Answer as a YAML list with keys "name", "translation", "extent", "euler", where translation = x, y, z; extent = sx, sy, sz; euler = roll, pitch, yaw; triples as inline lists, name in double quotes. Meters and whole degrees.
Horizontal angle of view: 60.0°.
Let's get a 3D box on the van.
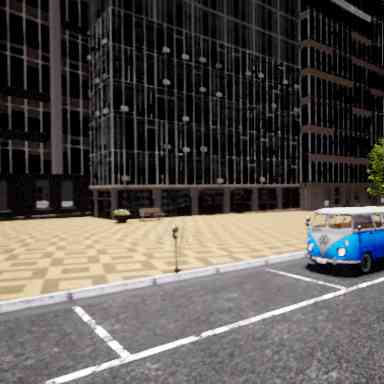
- name: "van"
  translation: [5.241, 1.354, 10.314]
  extent: [3.998, 1.788, 1.690]
  euler: [0, -1, -35]
